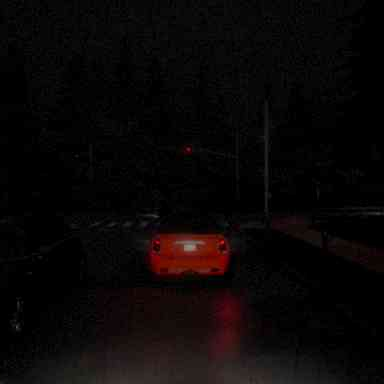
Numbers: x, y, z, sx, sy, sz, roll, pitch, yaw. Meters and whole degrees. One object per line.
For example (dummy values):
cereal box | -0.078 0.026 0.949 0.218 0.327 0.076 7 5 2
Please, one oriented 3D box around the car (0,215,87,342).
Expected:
car | -3.657 1.343 6.412 2.097 1.767 4.553 0 0 -1

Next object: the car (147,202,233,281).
car | -0.061 1.332 9.997 2.097 1.767 4.553 0 0 0
